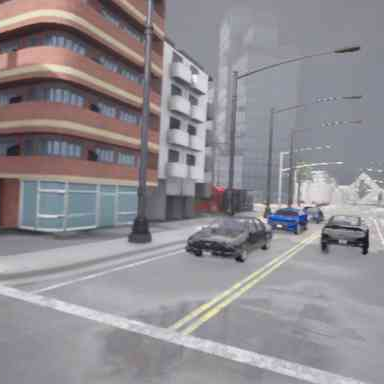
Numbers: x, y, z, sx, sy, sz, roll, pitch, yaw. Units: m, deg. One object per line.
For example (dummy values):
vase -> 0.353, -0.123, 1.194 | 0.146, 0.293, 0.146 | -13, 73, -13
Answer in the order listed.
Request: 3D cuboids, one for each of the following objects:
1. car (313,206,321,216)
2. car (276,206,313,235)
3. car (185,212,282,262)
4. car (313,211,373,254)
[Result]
car -> 10.872, 2.036, 30.367 | 1.812, 1.442, 4.674 | 2, 0, 28
car -> 6.303, 1.779, 21.700 | 1.882, 1.535, 5.008 | 2, 0, 28
car -> 1.730, 1.640, 13.003 | 2.033, 1.411, 5.357 | 2, 0, 28
car -> 7.170, 1.822, 15.435 | 2.128, 1.511, 4.902 | 2, 0, 28
